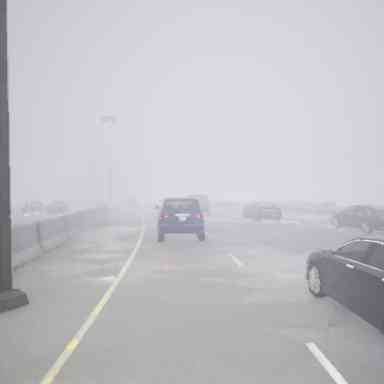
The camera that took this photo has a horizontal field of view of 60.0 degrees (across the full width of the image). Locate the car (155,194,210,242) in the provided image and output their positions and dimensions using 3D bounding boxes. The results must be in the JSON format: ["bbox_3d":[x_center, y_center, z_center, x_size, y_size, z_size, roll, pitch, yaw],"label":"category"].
[{"bbox_3d":[-0.685,1.255,16.956,2.150,2.045,5.566,0,0,-6],"label":"car"}]

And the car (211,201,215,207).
[{"bbox_3d":[0.279,1.274,34.658,2.150,2.045,5.566,0,0,-13],"label":"car"}]

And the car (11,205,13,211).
[{"bbox_3d":[-22.915,1.867,39.592,2.033,1.411,5.357,-1,0,-15],"label":"car"}]

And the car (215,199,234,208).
[{"bbox_3d":[4.299,1.627,47.933,1.895,1.301,4.718,-1,0,-16],"label":"car"}]

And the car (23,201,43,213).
[{"bbox_3d":[-20.132,1.857,42.526,1.994,1.385,4.181,-1,0,-16],"label":"car"}]

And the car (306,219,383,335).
[{"bbox_3d":[3.551,1.475,5.611,1.837,1.490,4.892,0,0,-2],"label":"car"}]

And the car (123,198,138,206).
[{"bbox_3d":[-11.324,1.770,60.820,2.033,1.411,5.357,-1,0,-22],"label":"car"}]

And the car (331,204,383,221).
[{"bbox_3d":[9.627,1.426,18.503,1.837,1.490,4.892,0,0,-6],"label":"car"}]

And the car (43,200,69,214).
[{"bbox_3d":[-15.434,1.712,38.520,1.882,1.535,5.008,-1,0,-14],"label":"car"}]

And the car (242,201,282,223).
[{"bbox_3d":[5.278,1.473,25.682,2.128,1.511,4.902,0,0,-9],"label":"car"}]
